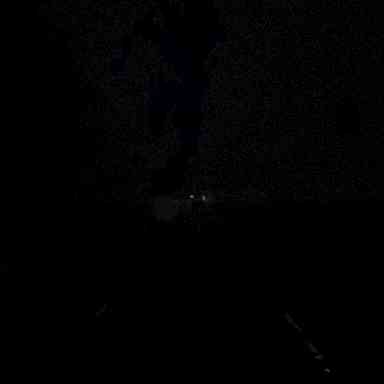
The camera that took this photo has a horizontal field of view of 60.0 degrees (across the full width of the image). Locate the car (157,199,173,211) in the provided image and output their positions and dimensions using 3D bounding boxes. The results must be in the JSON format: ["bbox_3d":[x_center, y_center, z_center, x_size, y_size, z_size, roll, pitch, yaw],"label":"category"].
[{"bbox_3d":[-3.571,1.736,44.532,2.128,1.511,4.902,0,0,0],"label":"car"}]

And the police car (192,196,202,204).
[{"bbox_3d":[1.052,1.782,72.248,1.930,1.638,5.238,0,0,0],"label":"police car"}]

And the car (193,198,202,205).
[{"bbox_3d":[1.052,1.859,66.133,1.812,1.442,4.674,0,0,0],"label":"car"}]

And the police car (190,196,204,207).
[{"bbox_3d":[1.052,1.719,56.236,1.930,1.638,5.238,0,0,0],"label":"police car"}]

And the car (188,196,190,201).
[{"bbox_3d":[0.003,1.771,91.047,2.128,1.511,4.902,0,0,0],"label":"car"}]
